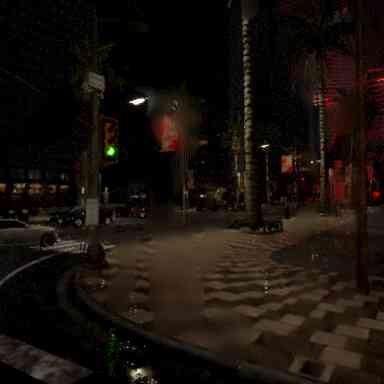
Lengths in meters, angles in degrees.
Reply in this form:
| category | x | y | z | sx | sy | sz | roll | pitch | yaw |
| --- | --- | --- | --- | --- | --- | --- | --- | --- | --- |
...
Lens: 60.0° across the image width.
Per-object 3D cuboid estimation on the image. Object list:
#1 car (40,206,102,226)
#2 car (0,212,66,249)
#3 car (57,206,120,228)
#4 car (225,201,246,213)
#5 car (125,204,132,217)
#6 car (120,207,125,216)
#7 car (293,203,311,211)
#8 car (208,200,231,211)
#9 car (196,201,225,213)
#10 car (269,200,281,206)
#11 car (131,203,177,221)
| category | x | y | z | sx | sy | sz | roll | pitch | yaw |
| --- | --- | --- | --- | --- | --- | --- | --- | --- | --- |
| car | -10.677 | 2.044 | 29.802 | 2.128 | 1.511 | 4.902 | -1 | -1 | 33 |
| car | -8.154 | 1.815 | 14.351 | 1.812 | 1.442 | 4.674 | -1 | -1 | 33 |
| car | -8.476 | 1.996 | 26.769 | 1.837 | 1.490 | 4.892 | -1 | -1 | 34 |
| car | 6.881 | 2.303 | 49.983 | 2.128 | 1.511 | 4.902 | -1 | -1 | 34 |
| car | -5.028 | 2.022 | 38.354 | 2.097 | 1.767 | 4.553 | -1 | -1 | 34 |
| car | -7.231 | 2.231 | 40.625 | 2.161 | 1.482 | 4.786 | -1 | -1 | 33 |
| car | 17.931 | 2.391 | 54.016 | 1.994 | 1.385 | 4.181 | -1 | -1 | 33 |
| car | 4.902 | 2.323 | 58.895 | 2.185 | 1.767 | 4.553 | -1 | -1 | 33 |
| car | 2.489 | 2.304 | 49.703 | 1.882 | 1.535 | 5.008 | -1 | 0 | 34 |
| car | 20.818 | 2.792 | 83.580 | 2.231 | 1.521 | 4.892 | -1 | -1 | 33 |
| car | -3.490 | 2.084 | 34.326 | 2.128 | 1.511 | 4.902 | -1 | -1 | 33 |
